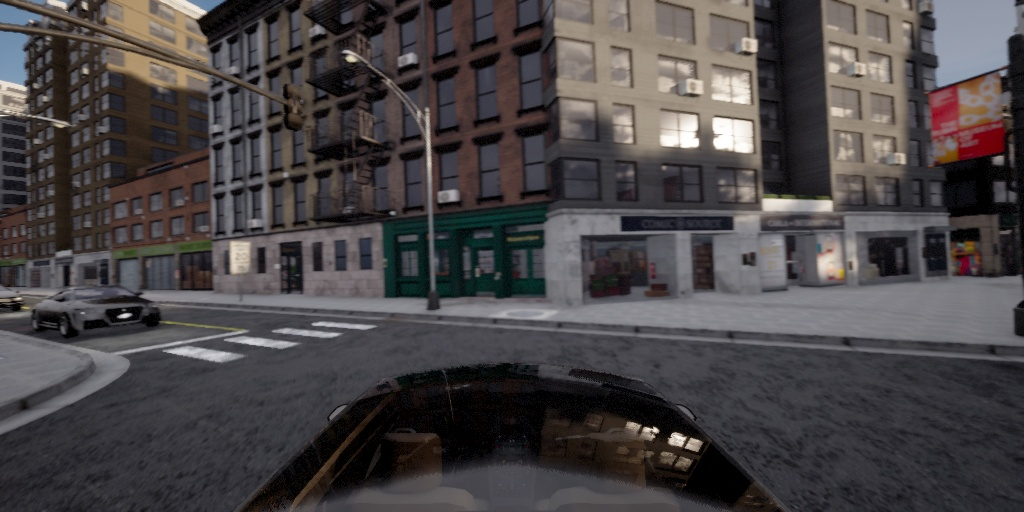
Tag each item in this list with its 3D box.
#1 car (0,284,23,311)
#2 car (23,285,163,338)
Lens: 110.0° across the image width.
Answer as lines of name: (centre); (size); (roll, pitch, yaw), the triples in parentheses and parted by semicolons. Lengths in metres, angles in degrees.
car: (-26.428, 2.070, 17.795); (5.357, 1.411, 2.033); (-2, -1, 25)
car: (-13.382, 1.664, 11.581); (4.181, 1.385, 1.994); (-2, -1, 25)
